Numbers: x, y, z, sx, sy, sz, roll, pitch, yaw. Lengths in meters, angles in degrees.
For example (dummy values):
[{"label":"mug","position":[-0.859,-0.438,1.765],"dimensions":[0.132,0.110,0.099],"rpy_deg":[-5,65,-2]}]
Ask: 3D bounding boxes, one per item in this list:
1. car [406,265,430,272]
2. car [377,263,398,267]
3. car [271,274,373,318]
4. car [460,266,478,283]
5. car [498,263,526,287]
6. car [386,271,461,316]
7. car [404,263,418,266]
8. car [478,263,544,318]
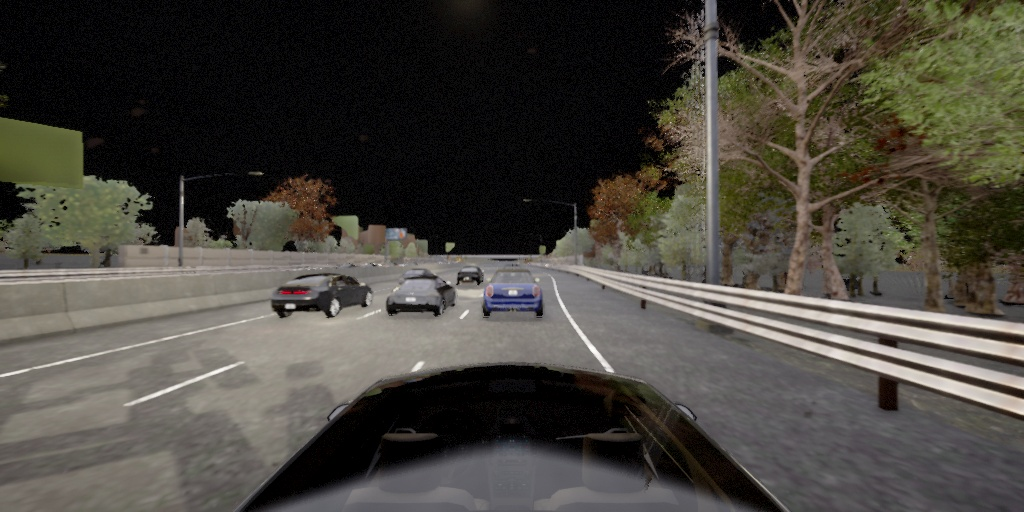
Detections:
[{"label":"car","position":[-6.969,1.640,26.958],"dimensions":[2.033,1.411,5.357],"rpy_deg":[0,-1,1]},{"label":"car","position":[-21.016,1.949,61.895],"dimensions":[2.097,1.767,4.553],"rpy_deg":[0,-1,1]},{"label":"car","position":[-6.955,1.412,13.702],"dimensions":[1.837,1.490,4.892],"rpy_deg":[0,-2,0]},{"label":"car","position":[-3.442,1.616,30.347],"dimensions":[1.882,1.535,5.008],"rpy_deg":[0,0,0]},{"label":"car","position":[0.050,1.472,29.032],"dimensions":[2.097,1.767,4.553],"rpy_deg":[0,-1,0]},{"label":"car","position":[-3.450,1.483,14.305],"dimensions":[1.994,1.385,4.181],"rpy_deg":[0,-1,1]},{"label":"car","position":[-17.521,1.951,62.068],"dimensions":[2.097,1.767,4.553],"rpy_deg":[0,-1,1]},{"label":"car","position":[0.048,1.266,14.033],"dimensions":[2.097,1.767,4.553],"rpy_deg":[0,-1,0]}]
